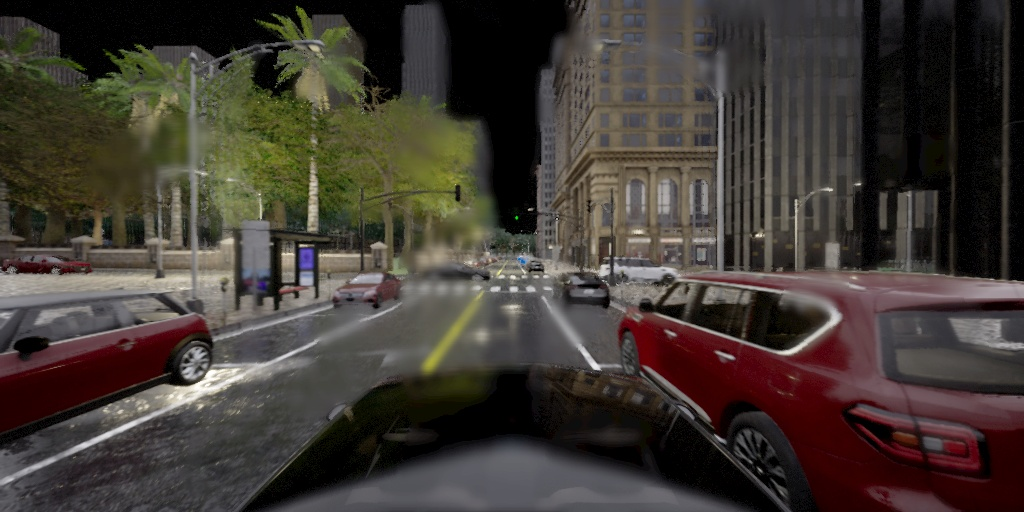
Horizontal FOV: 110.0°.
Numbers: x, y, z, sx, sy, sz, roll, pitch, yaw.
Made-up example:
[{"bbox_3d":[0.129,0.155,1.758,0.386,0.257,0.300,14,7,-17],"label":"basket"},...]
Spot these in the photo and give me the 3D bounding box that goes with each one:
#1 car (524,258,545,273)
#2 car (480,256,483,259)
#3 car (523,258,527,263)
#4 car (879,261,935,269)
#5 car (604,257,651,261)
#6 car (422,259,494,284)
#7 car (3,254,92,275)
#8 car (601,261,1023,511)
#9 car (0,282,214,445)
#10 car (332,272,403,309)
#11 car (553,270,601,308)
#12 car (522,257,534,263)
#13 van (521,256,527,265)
[{"bbox_3d":[2.756,1.262,41.289,1.948,1.339,4.313,0,0,0],"label":"car"},{"bbox_3d":[-5.771,1.118,52.148,1.967,1.591,4.097,0,0,0],"label":"car"},{"bbox_3d":[2.756,1.253,46.709,1.948,1.339,4.313,0,0,0],"label":"car"},{"bbox_3d":[31.769,1.435,29.444,5.566,2.045,2.150,1,0,0],"label":"car"},{"bbox_3d":[9.301,1.132,26.372,5.566,2.045,2.150,1,0,0],"label":"car"},{"bbox_3d":[-4.071,1.193,26.374,5.008,1.535,1.882,1,1,0],"label":"car"},{"bbox_3d":[-34.066,0.662,26.404,5.008,1.535,1.882,1,0,0],"label":"car"},{"bbox_3d":[2.762,1.062,4.001,2.192,1.841,5.009,0,0,0],"label":"car"},{"bbox_3d":[-5.764,1.187,4.016,1.967,1.591,4.097,0,0,0],"label":"car"},{"bbox_3d":[-5.765,1.317,14.868,1.802,1.307,4.207,0,0,0],"label":"car"},{"bbox_3d":[2.760,1.301,14.852,1.948,1.339,4.313,0,0,0],"label":"car"},{"bbox_3d":[2.755,1.204,52.300,1.751,1.417,4.829,0,0,0],"label":"car"},{"bbox_3d":[2.754,1.009,57.550,1.690,1.789,3.998,0,0,0],"label":"van"}]
